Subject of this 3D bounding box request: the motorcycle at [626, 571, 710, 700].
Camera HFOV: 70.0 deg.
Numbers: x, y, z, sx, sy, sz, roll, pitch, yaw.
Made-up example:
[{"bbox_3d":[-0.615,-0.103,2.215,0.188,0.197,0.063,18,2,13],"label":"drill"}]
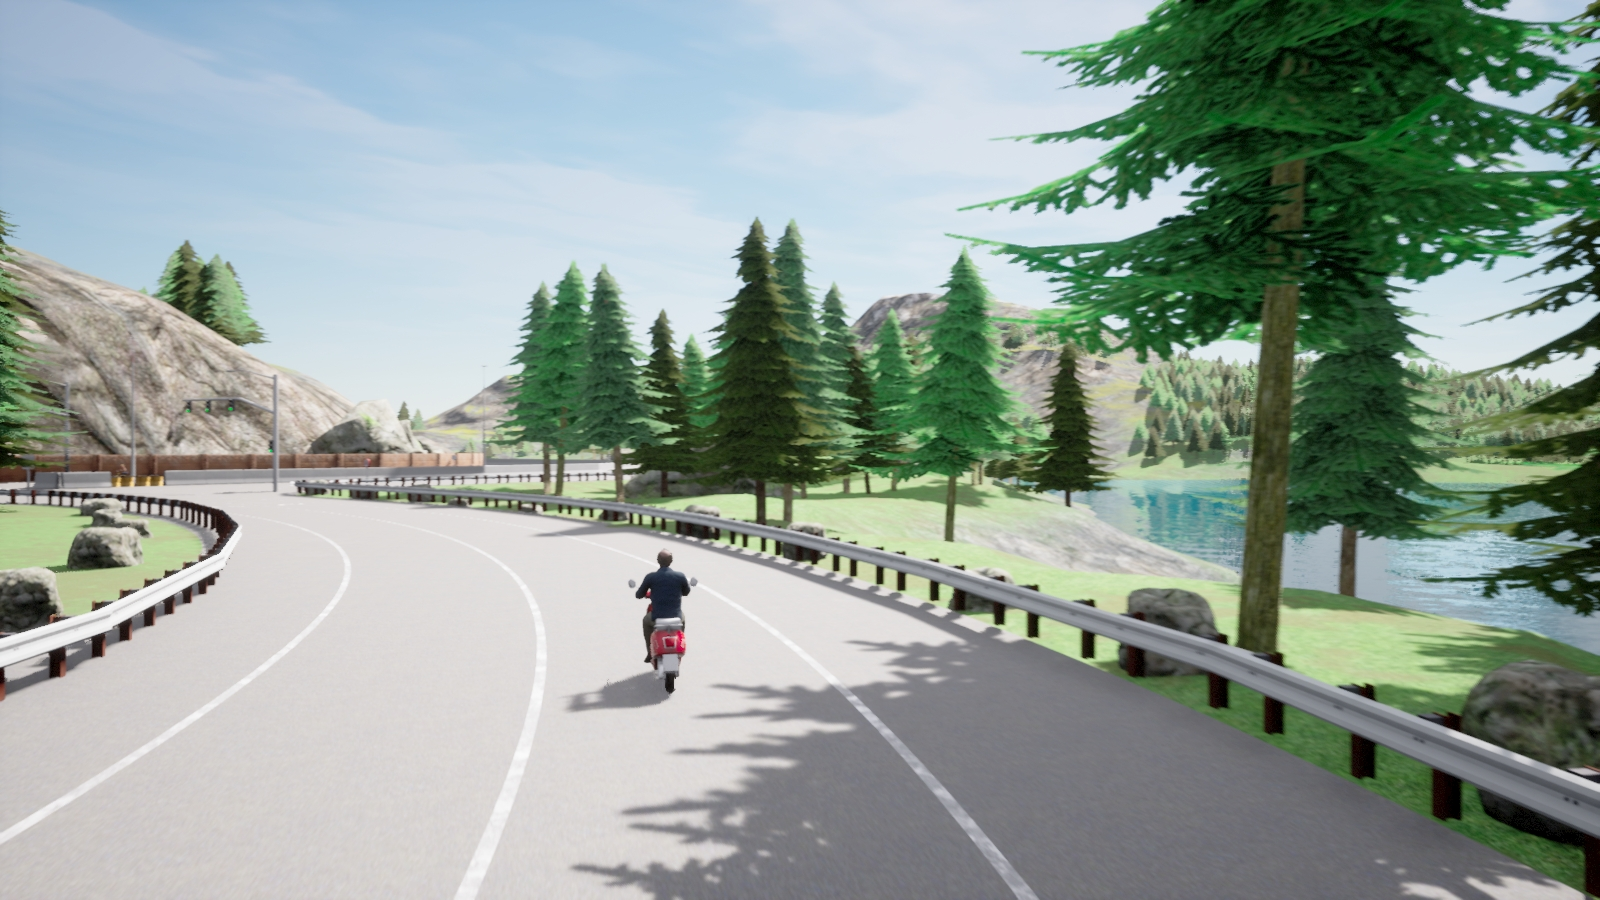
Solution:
[{"bbox_3d":[-1.623,2.183,13.780,0.856,1.236,1.805,-1,0,-11],"label":"motorcycle"}]
